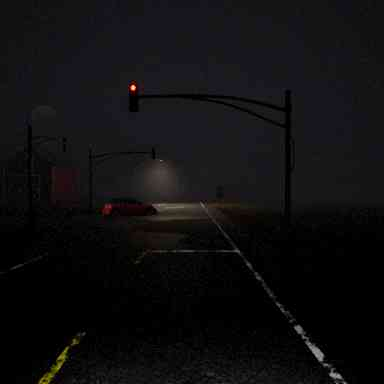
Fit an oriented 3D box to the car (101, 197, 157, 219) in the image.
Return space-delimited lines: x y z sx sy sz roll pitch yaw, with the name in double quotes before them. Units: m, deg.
"car" -5.285 1.286 28.484 4.553 1.767 2.097 0 0 -34
